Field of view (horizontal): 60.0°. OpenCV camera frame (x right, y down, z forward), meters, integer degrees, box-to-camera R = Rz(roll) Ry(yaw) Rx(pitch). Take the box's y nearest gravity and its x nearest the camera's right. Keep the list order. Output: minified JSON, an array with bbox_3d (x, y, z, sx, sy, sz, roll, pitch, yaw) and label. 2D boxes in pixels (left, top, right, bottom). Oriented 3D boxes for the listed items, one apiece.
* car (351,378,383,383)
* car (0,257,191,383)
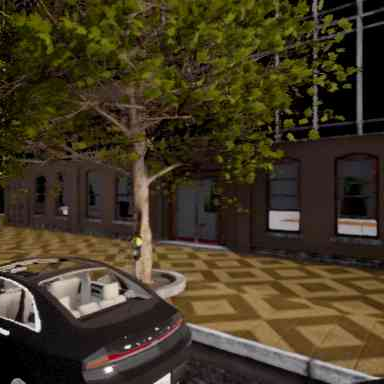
[{"bbox_3d":[2.570,1.553,1.043,4.403,1.369,2.008,0,0,35],"label":"car"},{"bbox_3d":[-2.065,1.545,4.347,4.403,1.369,2.008,0,0,35],"label":"car"}]
